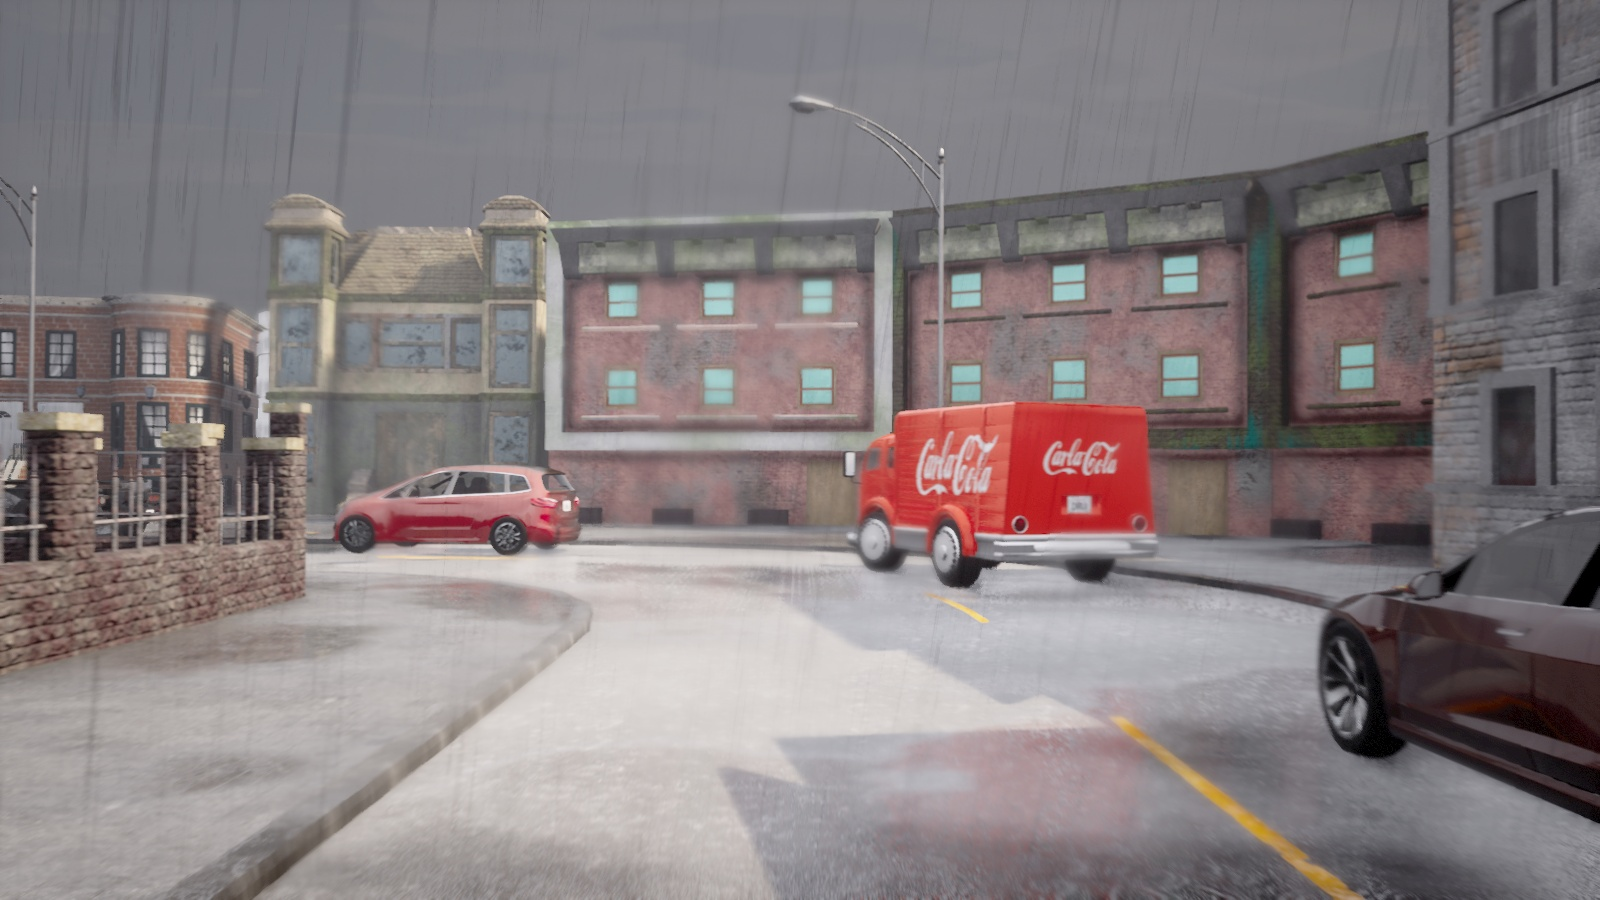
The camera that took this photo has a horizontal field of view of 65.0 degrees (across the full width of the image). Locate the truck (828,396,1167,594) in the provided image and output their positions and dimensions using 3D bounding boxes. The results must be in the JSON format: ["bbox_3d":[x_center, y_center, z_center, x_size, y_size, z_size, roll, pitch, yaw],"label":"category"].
[{"bbox_3d":[2.653,0.625,18.567,2.627,2.467,5.204,1,-2,-22],"label":"truck"}]

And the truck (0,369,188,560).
[{"bbox_3d":[-16.490,0.304,24.229,7.936,3.462,2.891,0,-1,-1],"label":"truck"}]

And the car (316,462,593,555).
[{"bbox_3d":[-6.544,1.089,24.070,4.611,1.667,2.242,0,-1,9],"label":"car"}]

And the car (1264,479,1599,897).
[{"bbox_3d":[3.984,0.889,5.418,2.163,1.488,4.792,0,-1,0],"label":"car"}]
